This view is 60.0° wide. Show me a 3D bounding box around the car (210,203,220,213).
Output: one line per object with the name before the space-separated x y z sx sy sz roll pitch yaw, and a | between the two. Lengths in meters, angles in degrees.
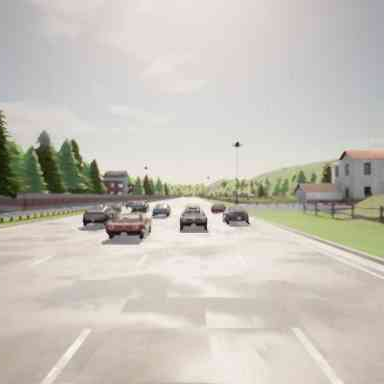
car | 3.620 2.132 45.727 1.994 1.385 4.181 0 -1 0

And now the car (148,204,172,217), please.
car | -3.384 2.015 37.602 2.033 1.411 5.357 0 -1 0

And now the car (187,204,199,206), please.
car | 0.120 2.125 42.190 1.895 1.301 4.718 0 -1 0

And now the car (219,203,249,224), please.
car | 3.609 1.871 27.814 1.812 1.442 4.674 0 -1 0

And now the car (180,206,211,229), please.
car | 0.111 1.898 23.846 1.895 1.301 4.718 0 -1 0

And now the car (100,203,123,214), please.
car | -10.382 2.098 43.065 1.994 1.385 4.181 0 -1 0

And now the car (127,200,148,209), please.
car | -6.882 2.051 44.945 2.128 1.511 4.902 0 -1 0

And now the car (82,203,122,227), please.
car | -6.889 1.811 25.555 2.128 1.511 4.902 0 -1 0

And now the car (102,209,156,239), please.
car | -3.391 1.835 18.786 1.895 1.301 4.718 0 -1 0
